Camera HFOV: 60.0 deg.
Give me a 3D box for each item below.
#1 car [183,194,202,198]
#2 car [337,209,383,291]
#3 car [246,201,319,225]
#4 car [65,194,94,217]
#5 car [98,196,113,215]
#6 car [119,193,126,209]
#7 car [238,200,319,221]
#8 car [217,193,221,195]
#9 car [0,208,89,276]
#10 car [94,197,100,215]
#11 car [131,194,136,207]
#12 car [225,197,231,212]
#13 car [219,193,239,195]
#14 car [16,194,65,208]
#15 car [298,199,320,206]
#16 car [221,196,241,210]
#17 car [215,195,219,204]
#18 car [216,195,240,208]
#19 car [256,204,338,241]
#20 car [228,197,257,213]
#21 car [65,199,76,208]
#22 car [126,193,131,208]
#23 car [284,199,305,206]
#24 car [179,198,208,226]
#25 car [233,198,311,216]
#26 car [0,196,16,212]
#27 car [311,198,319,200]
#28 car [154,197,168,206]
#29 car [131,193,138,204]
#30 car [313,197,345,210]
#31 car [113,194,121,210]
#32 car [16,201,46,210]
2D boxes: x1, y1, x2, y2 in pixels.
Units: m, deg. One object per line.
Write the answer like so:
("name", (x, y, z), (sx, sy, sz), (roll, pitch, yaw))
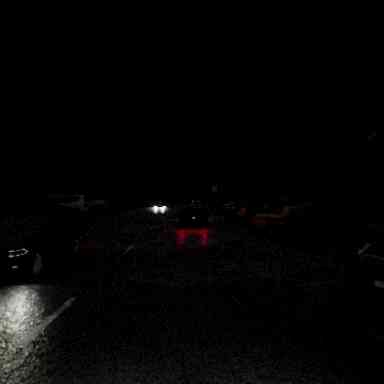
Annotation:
("car", (0.109, 1.217, 41.426), (2.150, 2.045, 5.566), (0, 0, 0))
("car", (6.033, 1.362, 7.672), (4.553, 1.767, 2.185), (1, 0, -20))
("car", (6.174, 1.486, 19.570), (5.366, 1.575, 1.946), (1, 0, -20))
("car", (-10.973, 1.234, 26.344), (5.566, 2.045, 2.435), (-1, 0, -20))
("car", (-10.917, 1.233, 32.411), (5.566, 2.045, 2.435), (-1, 0, -20))
("car", (-10.970, 1.358, 41.457), (4.553, 1.767, 2.185), (-1, 0, -20))
("car", (6.005, 1.486, 22.453), (5.008, 1.535, 2.097), (1, 0, -20))
("car", (6.038, 1.232, 49.103), (5.566, 2.045, 2.435), (1, 0, -20))
("car", (-5.099, 1.478, 10.591), (1.882, 1.535, 5.008), (0, 0, 0))
("car", (-10.910, 1.514, 29.388), (4.792, 1.488, 2.163), (-1, 0, -20))
("car", (-10.943, 1.484, 47.510), (4.892, 1.521, 2.231), (-1, 0, -20))
("car", (6.031, 1.515, 31.349), (4.792, 1.488, 2.163), (1, 0, -20))
("car", (6.042, 1.359, 40.219), (4.553, 1.767, 2.185), (1, 0, -20))
("car", (-10.912, 1.234, 20.316), (5.566, 2.045, 2.435), (-1, 0, -20))
("car", (28.109, 2.509, 80.213), (2.231, 1.521, 4.892), (2, -1, -21))
("car", (6.010, 1.486, 34.299), (4.892, 1.521, 2.231), (1, 0, -20))
("car", (6.016, 1.485, 43.170), (4.892, 1.521, 2.231), (1, 0, -20))
("car", (5.839, 1.479, 37.182), (5.366, 1.575, 1.946), (1, 0, -20))
("car", (5.980, 1.516, 16.523), (4.792, 1.488, 2.163), (1, 0, -20))
("car", (6.004, 1.485, 28.383), (5.008, 1.535, 2.097), (1, 0, -20))
("car", (-10.927, 1.486, 23.323), (4.892, 1.521, 2.231), (-1, 0, -20))
("car", (-10.909, 1.357, 44.496), (4.553, 1.767, 2.185), (-1, 0, -20))
("car", (24.717, 2.404, 80.182), (2.231, 1.521, 4.892), (2, -1, -21))
("car", (0.108, 1.476, 23.589), (1.882, 1.535, 5.008), (0, 0, 0))
("car", (6.176, 1.485, 25.487), (5.366, 1.575, 1.946), (1, 0, -20))
("car", (-10.973, 1.235, 14.253), (5.566, 2.045, 2.435), (-1, 0, -20))
("car", (22.478, 2.291, 61.845), (1.946, 1.575, 5.366), (2, 1, -21))
("car", (-4.988, 1.524, 54.296), (2.128, 1.511, 4.902), (0, 0, 0))
("car", (-10.961, 1.231, 50.514), (5.566, 2.045, 2.435), (-1, 0, -20))
("car", (25.456, 2.145, 62.020), (2.435, 2.045, 5.566), (2, 1, -21))
("car", (-10.964, 1.358, 38.430), (4.553, 1.767, 2.185), (-1, 0, -20))
("car", (-10.768, 1.481, 17.354), (5.366, 1.575, 1.946), (-1, 0, -20))
